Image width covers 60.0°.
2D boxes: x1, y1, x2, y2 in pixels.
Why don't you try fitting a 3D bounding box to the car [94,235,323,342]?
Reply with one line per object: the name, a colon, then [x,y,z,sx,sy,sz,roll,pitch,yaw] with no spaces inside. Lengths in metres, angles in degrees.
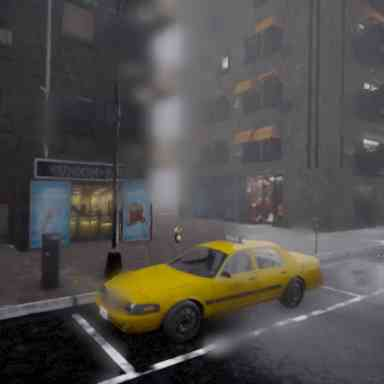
car: [0.610,1.565,6.519,4.829,1.417,1.752,1,0,-35]
